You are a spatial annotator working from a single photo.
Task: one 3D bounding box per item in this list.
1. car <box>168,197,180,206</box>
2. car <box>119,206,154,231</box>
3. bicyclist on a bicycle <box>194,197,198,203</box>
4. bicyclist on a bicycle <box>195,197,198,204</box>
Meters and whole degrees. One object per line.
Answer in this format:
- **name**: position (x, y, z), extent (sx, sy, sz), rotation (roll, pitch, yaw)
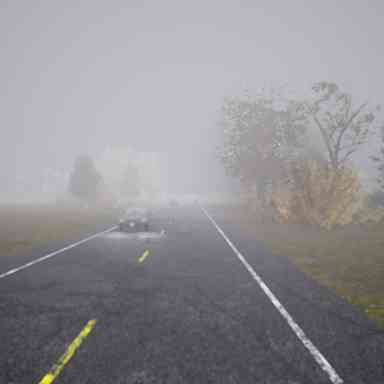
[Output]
- **car**: position (-3.494, 1.827, 64.398), extent (2.097, 1.767, 4.553), rotation (0, 0, 0)
- **car**: position (-3.580, 1.695, 22.154), extent (1.812, 1.442, 4.674), rotation (0, 0, 0)
- **bicyclist on a bicycle**: position (0.983, 2.053, 84.947), extent (0.866, 1.612, 1.509), rotation (0, 0, 0)
- **bicyclist on a bicycle**: position (0.981, 1.991, 75.948), extent (0.866, 1.612, 1.509), rotation (0, 0, 0)
